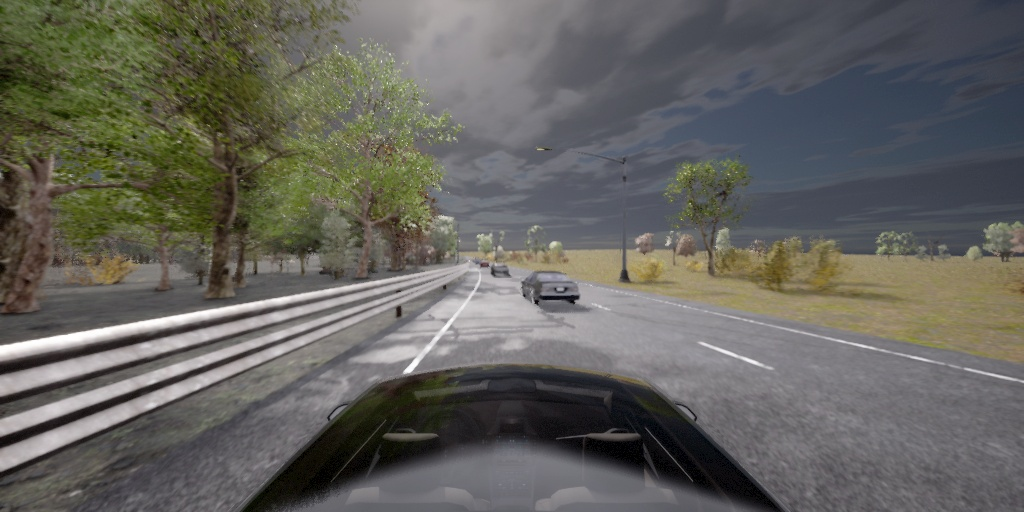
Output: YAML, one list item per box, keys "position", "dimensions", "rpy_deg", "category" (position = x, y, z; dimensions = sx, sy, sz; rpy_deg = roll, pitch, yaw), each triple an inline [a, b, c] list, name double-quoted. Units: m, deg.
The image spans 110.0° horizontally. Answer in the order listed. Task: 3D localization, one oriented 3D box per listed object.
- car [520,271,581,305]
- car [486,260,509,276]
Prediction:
- position: [1.609, 1.384, 16.730]
  dimensions: [2.033, 1.411, 5.357]
  rpy_deg: [0, 0, -7]
  category: "car"
- position: [-1.437, 1.456, 40.538]
  dimensions: [2.128, 1.511, 4.902]
  rpy_deg: [0, 0, -7]
  category: "car"
